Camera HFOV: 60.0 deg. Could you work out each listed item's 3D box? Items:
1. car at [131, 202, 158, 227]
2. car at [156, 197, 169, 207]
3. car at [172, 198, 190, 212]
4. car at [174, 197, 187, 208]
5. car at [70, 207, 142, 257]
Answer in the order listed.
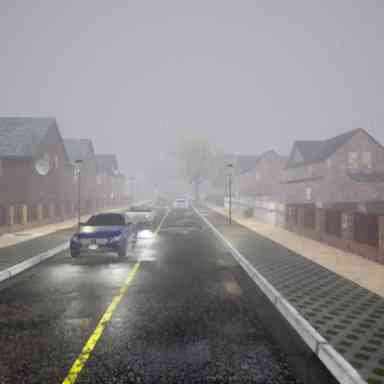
[{"bbox_3d":[-3.649,1.634,23.287,1.895,1.301,4.718,0,0,-2],"label":"car"},{"bbox_3d":[-4.755,1.568,52.939,1.812,1.442,4.674,0,0,-2],"label":"car"},{"bbox_3d":[-1.328,1.566,40.185,1.812,1.442,4.674,0,0,-2],"label":"car"},{"bbox_3d":[-1.709,1.568,50.265,1.812,1.442,4.674,0,0,-2],"label":"car"},{"bbox_3d":[-3.282,1.546,13.163,1.812,1.442,4.674,0,0,-2],"label":"car"}]
